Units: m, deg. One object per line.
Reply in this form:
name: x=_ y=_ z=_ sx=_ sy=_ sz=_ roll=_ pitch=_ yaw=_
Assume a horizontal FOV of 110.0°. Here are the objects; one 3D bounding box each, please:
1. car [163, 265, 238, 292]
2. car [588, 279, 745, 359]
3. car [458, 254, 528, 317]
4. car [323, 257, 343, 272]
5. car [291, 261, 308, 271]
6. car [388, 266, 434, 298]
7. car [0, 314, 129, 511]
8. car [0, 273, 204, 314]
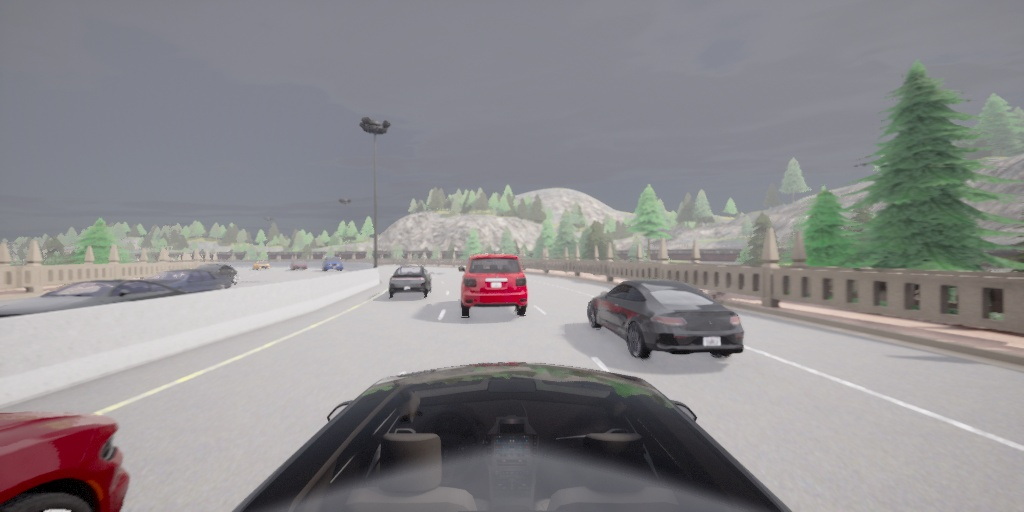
car: x=-15.669 y=1.360 z=17.038 sx=2.033 sy=1.411 sz=5.357 roll=0 pitch=0 yaw=-11
car: x=3.167 y=1.253 z=8.258 sx=1.812 sy=1.442 sz=4.674 roll=0 pitch=0 yaw=-4
car: x=-0.799 y=0.961 z=13.403 sx=2.150 sy=2.045 sz=5.566 roll=0 pitch=0 yaw=-7
car: x=-25.256 y=1.156 z=50.441 sx=2.150 sy=2.045 sz=5.566 roll=0 pitch=0 yaw=-32
car: x=-32.611 y=1.498 z=54.858 sx=1.882 sy=1.535 sz=5.008 roll=0 pitch=0 yaw=-37
car: x=-5.173 y=1.250 z=18.603 sx=2.128 sy=1.511 sz=4.902 roll=0 pitch=0 yaw=-10
car: x=-3.527 y=1.243 z=0.281 sx=1.882 sy=1.535 sz=5.008 roll=0 pitch=0 yaw=1
car: x=-11.192 y=1.353 z=9.848 sx=1.994 sy=1.385 sz=4.181 roll=0 pitch=0 yaw=-6
